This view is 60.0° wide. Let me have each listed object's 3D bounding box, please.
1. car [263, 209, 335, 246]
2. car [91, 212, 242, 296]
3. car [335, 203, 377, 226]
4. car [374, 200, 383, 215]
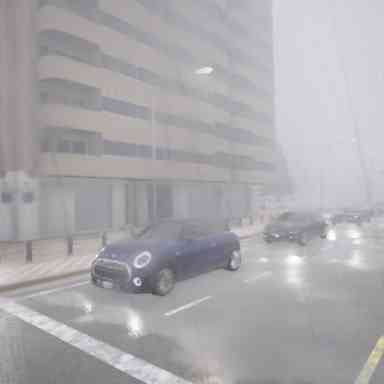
[{"bbox_3d":[5.211,1.657,16.346,1.837,1.490,4.892,-2,-1,39],"label":"car"},{"bbox_3d":[-0.518,1.525,9.348,2.097,1.767,4.553,-2,-1,39],"label":"car"},{"bbox_3d":[11.740,1.730,24.323,1.895,1.301,4.718,-2,-1,39],"label":"car"},{"bbox_3d":[18.878,1.604,32.992,1.837,1.490,4.892,-2,0,40],"label":"car"}]
